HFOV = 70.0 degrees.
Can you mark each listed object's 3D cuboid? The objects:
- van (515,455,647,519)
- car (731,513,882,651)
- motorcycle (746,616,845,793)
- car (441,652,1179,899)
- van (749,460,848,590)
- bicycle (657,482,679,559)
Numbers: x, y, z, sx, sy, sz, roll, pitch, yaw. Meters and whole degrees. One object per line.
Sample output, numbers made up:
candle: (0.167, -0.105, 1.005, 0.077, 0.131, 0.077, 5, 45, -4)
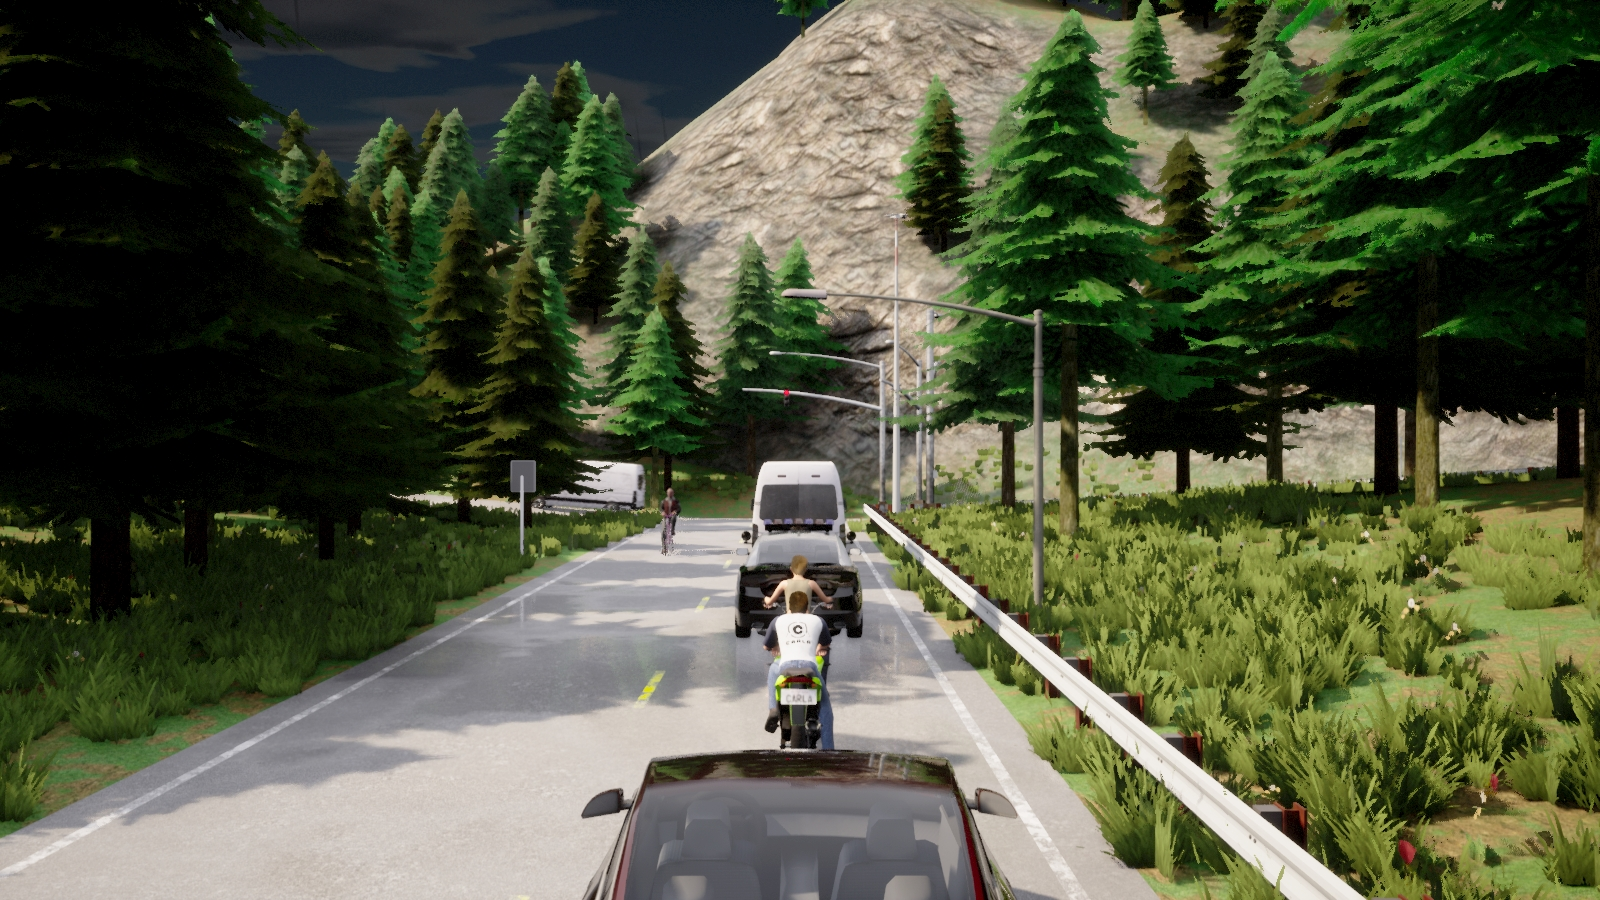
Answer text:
van: (-10.763, 1.779, 56.306, 5.915, 2.561, 1.988, 5, 1, 5)
car: (0.090, 1.982, 18.501, 2.097, 1.638, 5.238, 0, 0, 0)
motorcycle: (-0.033, 2.213, 10.287, 0.803, 1.145, 2.033, 0, 0, 0)
car: (0.027, 2.063, 5.080, 2.163, 1.488, 4.792, 0, 0, 0)
van: (-0.039, 1.534, 25.918, 1.988, 2.561, 5.915, 0, 0, 0)
bicycle: (-3.480, 1.835, 30.220, 0.329, 1.919, 1.835, 0, 0, 1)
